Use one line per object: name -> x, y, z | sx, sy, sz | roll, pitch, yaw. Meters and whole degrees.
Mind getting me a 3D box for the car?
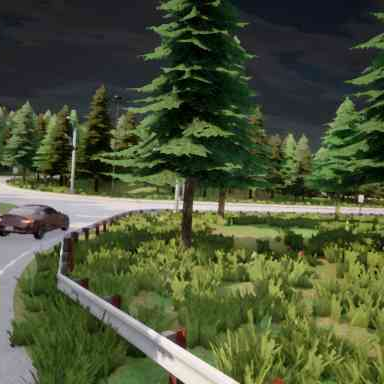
car -> -7.661, 1.336, 16.413 | 1.812, 1.442, 4.674 | 4, 1, 2
